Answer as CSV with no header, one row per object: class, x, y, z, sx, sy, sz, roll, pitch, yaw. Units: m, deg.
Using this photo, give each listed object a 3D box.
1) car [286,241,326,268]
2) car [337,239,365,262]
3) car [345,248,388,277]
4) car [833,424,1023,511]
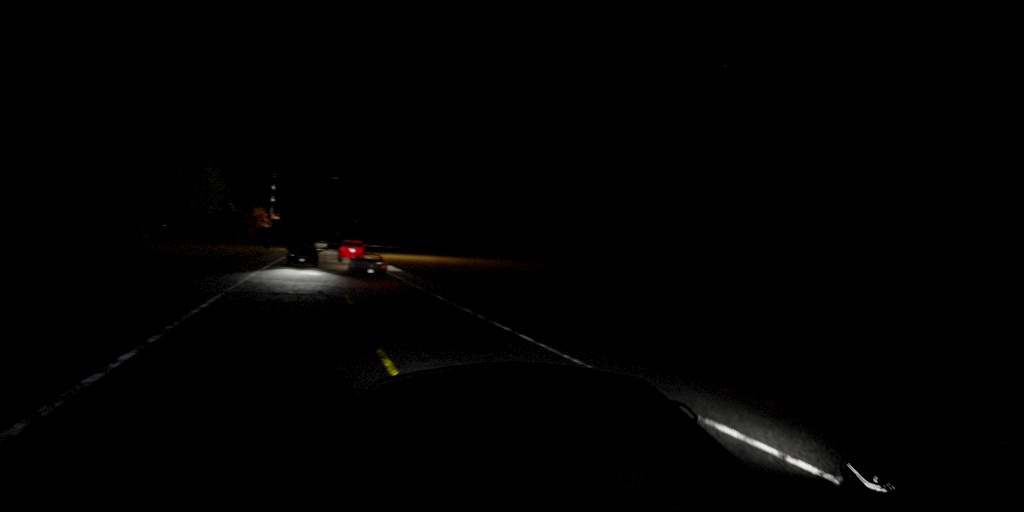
car,-14.276,-0.114,24.646,2.128,1.511,4.902,5,0,-28
car,-15.110,-0.490,33.698,2.150,2.045,5.566,5,0,-27
car,-8.985,0.479,22.224,1.895,1.301,4.718,5,0,-28
car,4.125,1.625,0.955,1.837,1.490,4.892,5,0,-30
